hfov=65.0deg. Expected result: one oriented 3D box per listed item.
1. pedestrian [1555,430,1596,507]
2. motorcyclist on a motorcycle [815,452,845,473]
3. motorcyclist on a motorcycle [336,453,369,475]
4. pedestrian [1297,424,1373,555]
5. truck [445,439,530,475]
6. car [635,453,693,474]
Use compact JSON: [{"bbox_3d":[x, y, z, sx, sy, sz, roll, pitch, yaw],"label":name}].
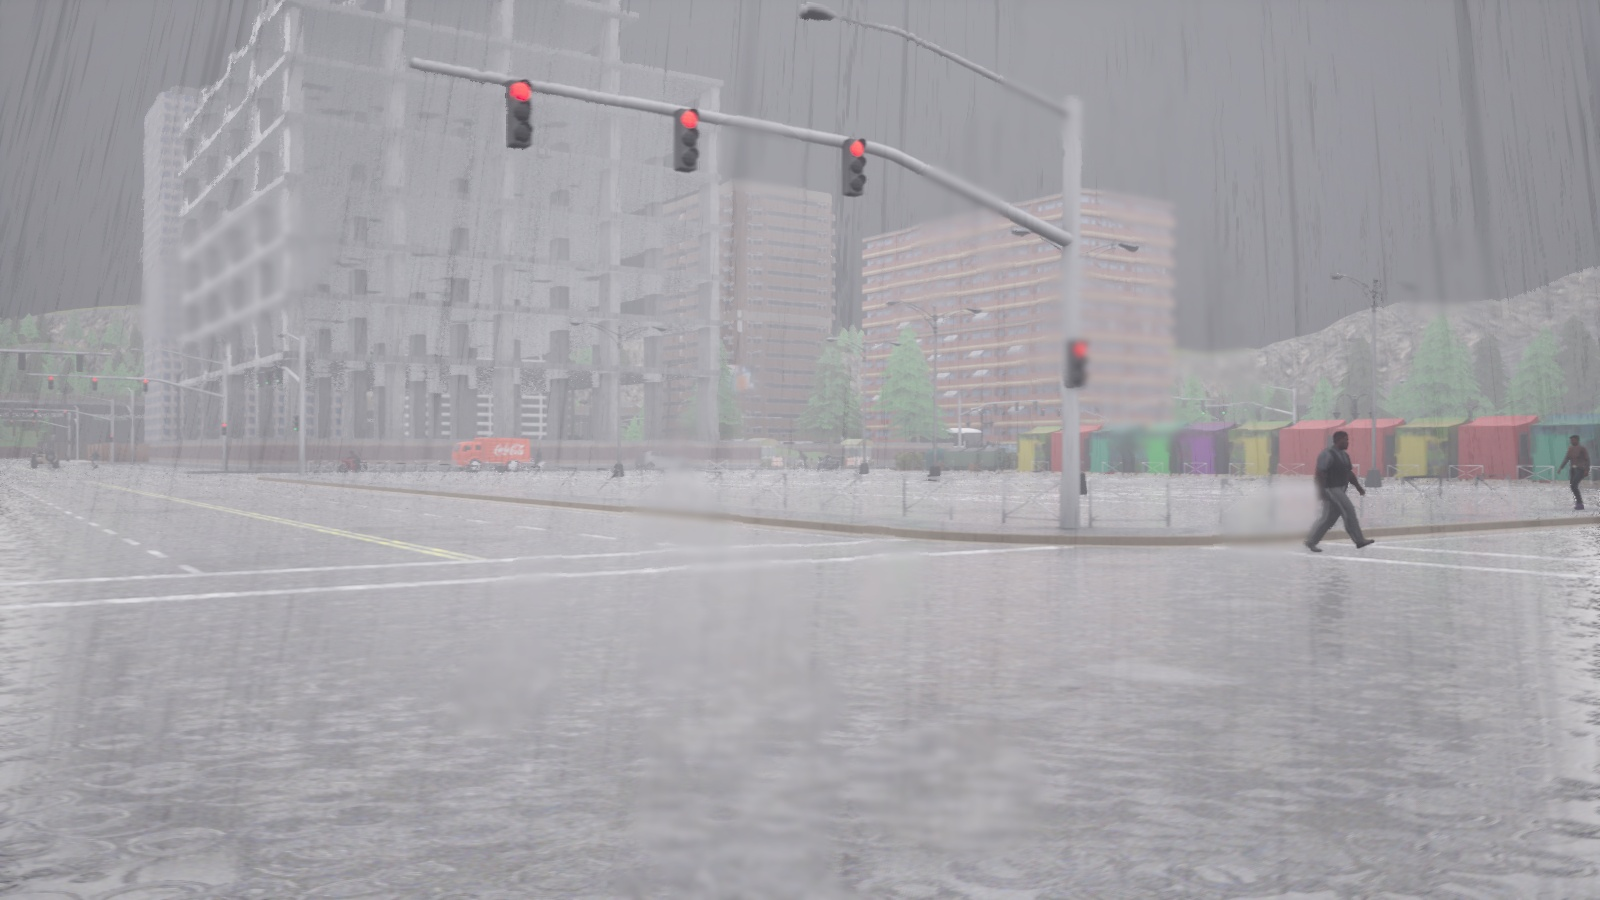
[{"bbox_3d":[18.416,0.437,29.821,0.869,1.805,0.328,0,0,-18],"label":"pedestrian"},{"bbox_3d":[2.307,0.957,97.013,2.191,1.530,0.866,0,0,-35],"label":"motorcyclist on a motorcycle"},{"bbox_3d":[-30.914,0.950,86.791,2.044,1.523,0.797,0,0,-35],"label":"motorcyclist on a motorcycle"},{"bbox_3d":[7.862,0.564,18.462,0.563,1.883,0.849,0,0,-41],"label":"pedestrian"},{"bbox_3d":[-22.056,0.467,88.667,5.204,2.467,2.627,0,0,-35],"label":"truck"},{"bbox_3d":[-9.611,0.941,88.765,3.633,1.501,1.845,0,0,-35],"label":"car"}]
